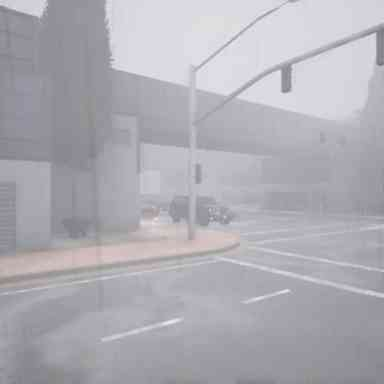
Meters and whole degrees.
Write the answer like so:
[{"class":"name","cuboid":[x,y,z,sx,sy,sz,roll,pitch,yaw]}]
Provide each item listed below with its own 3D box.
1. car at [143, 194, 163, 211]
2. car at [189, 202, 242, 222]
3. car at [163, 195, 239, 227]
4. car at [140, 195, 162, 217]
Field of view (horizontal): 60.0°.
[{"class":"car","cuboid":[-3.900,1.285,35.720,2.150,2.045,5.566,0,0,-36]},{"class":"car","cuboid":[1.861,1.587,27.909,1.812,1.442,4.674,0,0,-36]},{"class":"car","cuboid":[0.501,1.272,23.858,2.150,2.045,5.566,0,0,-36]},{"class":"car","cuboid":[-5.180,1.404,31.555,2.097,1.767,4.553,0,0,-36]}]
